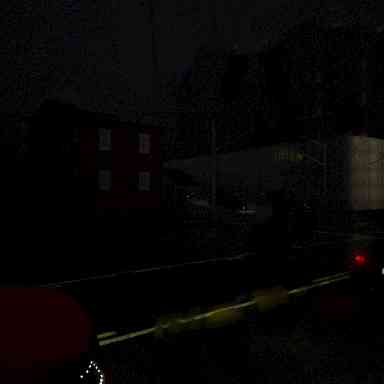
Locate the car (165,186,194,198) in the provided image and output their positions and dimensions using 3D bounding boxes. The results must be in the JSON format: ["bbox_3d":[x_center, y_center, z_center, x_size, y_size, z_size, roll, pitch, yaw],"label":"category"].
[{"bbox_3d":[-1.748,-0.076,45.641,1.895,1.301,4.718,0,9,-36],"label":"car"}]

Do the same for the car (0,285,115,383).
[{"bbox_3d":[-3.153,1.221,1.518,5.566,2.045,2.150,0,0,-35],"label":"car"}]

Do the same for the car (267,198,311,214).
[{"bbox_3d":[10.199,1.390,35.280,2.128,1.511,4.902,0,2,-36],"label":"car"}]

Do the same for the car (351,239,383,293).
[{"bbox_3d":[5.579,1.564,7.732,4.181,1.385,1.994,0,0,-35],"label":"car"}]

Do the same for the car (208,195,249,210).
[{"bbox_3d":[3.999,1.105,37.592,2.033,1.411,5.357,0,5,-36],"label":"car"}]
